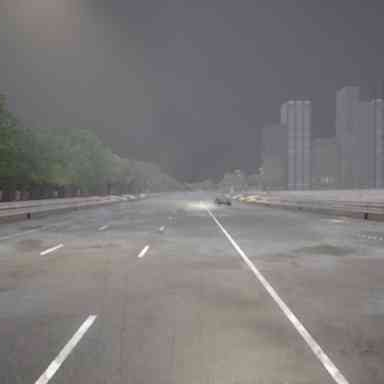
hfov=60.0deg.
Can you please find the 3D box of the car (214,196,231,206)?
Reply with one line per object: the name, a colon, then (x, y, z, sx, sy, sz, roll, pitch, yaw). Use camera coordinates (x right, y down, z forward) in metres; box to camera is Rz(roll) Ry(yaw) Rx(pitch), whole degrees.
car: (4.501, 1.296, 49.582, 1.994, 1.385, 4.181, 0, 0, -5)
